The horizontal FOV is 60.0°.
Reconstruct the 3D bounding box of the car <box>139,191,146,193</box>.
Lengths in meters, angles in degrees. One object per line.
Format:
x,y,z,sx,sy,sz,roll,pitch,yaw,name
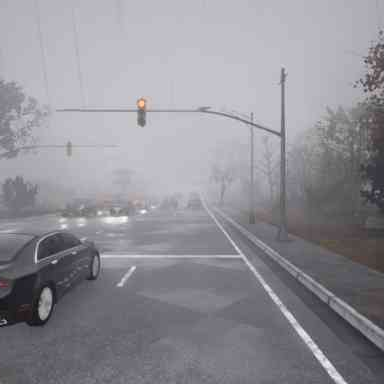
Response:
-10.101,0.525,68.386,1.812,1.442,4.674,0,3,0,car

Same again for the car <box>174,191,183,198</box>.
-3.060,0.507,73.248,1.882,1.535,5.008,0,3,0,car

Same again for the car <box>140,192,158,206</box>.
-6.778,1.280,53.749,2.097,1.767,4.553,0,1,1,car

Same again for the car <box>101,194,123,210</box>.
-10.349,1.220,43.197,2.150,2.045,5.566,0,0,3,car

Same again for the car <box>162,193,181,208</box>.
-3.133,1.348,47.948,2.097,1.767,4.553,0,0,0,car

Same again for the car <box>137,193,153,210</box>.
-6.849,1.350,43.822,2.097,1.767,4.553,0,0,0,car

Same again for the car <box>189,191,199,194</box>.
0.435,0.495,73.452,1.882,1.535,5.008,0,3,0,car

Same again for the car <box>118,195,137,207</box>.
-10.286,1.414,53.386,1.882,1.535,5.008,0,2,1,car

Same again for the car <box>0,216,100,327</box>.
-3.377,1.505,7.034,1.837,1.490,4.892,0,0,0,car

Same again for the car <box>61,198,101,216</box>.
-10.439,1.350,30.996,2.097,1.767,4.553,0,0,0,car

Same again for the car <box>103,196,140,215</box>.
-6.925,1.491,33.289,2.128,1.511,4.902,0,0,0,car

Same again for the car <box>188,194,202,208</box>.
0.371,1.486,48.496,2.128,1.511,4.902,0,0,0,car
